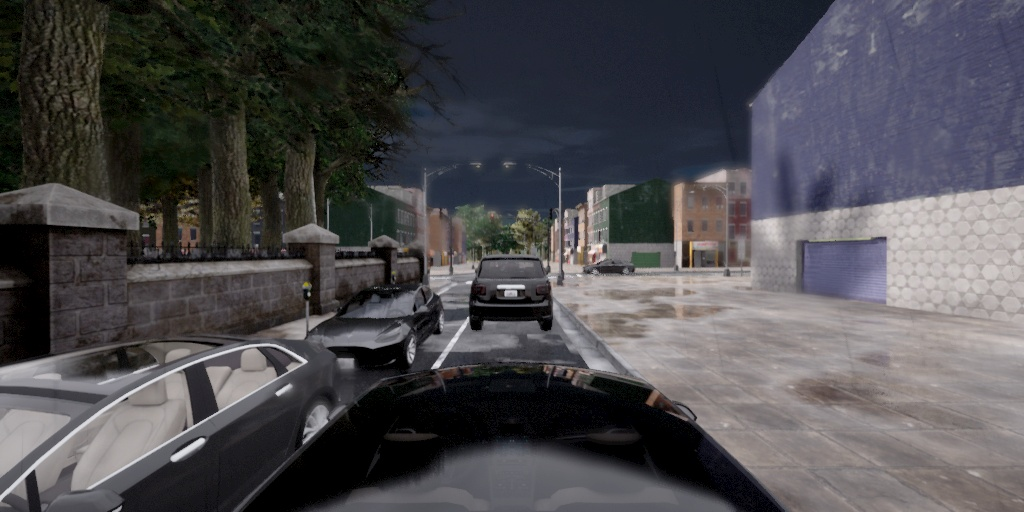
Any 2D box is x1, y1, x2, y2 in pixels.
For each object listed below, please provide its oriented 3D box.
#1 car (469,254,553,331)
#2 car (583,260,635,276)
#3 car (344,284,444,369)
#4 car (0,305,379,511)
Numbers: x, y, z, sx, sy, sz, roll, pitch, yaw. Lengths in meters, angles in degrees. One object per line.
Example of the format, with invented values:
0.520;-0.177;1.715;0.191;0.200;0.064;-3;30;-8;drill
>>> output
-0.009;0.969;11.078;2.150;2.045;5.566;0;0;0;car
9.236;1.102;34.372;4.892;1.490;1.837;-1;1;0;car
-2.633;1.314;7.802;1.948;1.339;4.313;0;0;0;car
-2.641;1.300;2.114;2.007;1.370;4.403;0;0;0;car
